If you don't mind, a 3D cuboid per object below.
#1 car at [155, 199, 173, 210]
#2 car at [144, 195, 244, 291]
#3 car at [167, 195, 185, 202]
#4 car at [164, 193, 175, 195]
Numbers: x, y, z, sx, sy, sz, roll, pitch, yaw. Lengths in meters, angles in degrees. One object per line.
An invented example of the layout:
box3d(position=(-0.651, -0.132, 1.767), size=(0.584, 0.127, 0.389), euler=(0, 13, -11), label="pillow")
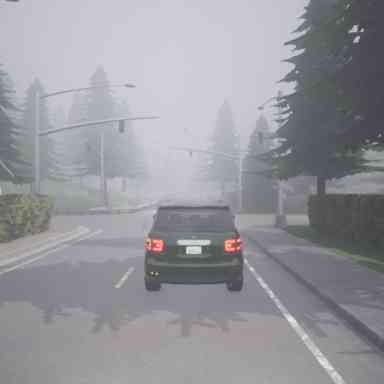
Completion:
box3d(position=(-3.650, 1.588, 43.949), size=(1.895, 1.301, 4.718), euler=(0, 0, 0), label="car")
box3d(position=(0.052, 1.219, 9.118), size=(2.150, 2.045, 5.566), euler=(0, 0, 0), label="car")
box3d(position=(-3.631, 1.503, 74.067), size=(1.812, 1.442, 4.674), euler=(0, 0, -35), label="car")
box3d(position=(-3.654, 1.206, 54.315), size=(2.150, 2.045, 5.566), euler=(0, 0, -1), label="car")
